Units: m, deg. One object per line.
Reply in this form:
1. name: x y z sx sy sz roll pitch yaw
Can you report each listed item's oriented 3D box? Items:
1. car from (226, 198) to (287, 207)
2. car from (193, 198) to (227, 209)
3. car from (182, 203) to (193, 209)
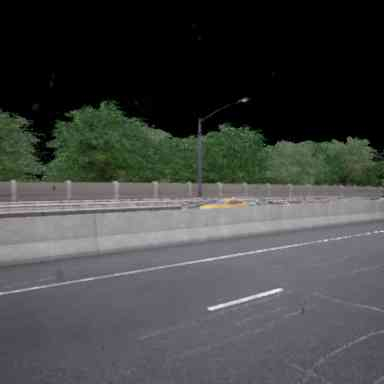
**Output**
1. car: 5.329 1.300 24.974 4.902 1.511 2.128 0 0 -35
2. car: 2.872 1.291 27.519 5.008 1.535 1.882 0 0 -35
3. car: 1.330 1.300 30.717 4.902 1.511 2.128 0 0 -35
